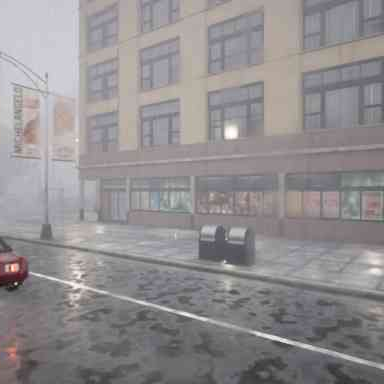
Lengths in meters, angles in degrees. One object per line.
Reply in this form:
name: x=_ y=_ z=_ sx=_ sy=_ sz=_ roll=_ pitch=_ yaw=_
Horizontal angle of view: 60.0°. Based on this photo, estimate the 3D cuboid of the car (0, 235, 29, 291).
car: x=-5.642 y=1.598 z=8.113 sx=1.895 sy=1.301 sz=4.718 roll=0 pitch=0 yaw=-42
